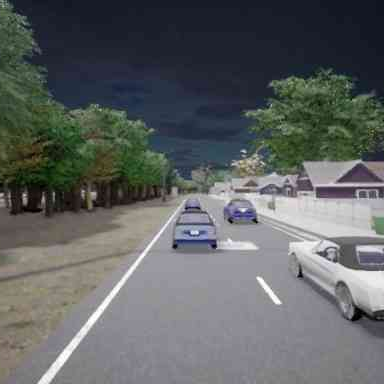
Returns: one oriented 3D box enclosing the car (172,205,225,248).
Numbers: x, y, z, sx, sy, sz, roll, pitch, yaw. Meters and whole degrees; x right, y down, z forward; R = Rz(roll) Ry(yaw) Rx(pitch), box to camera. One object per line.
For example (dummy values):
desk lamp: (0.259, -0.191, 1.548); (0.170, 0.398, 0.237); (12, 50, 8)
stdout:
car: (0.101, 1.550, 14.866); (2.033, 1.411, 5.357); (0, 0, 0)

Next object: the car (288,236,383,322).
car: (3.600, 1.607, 7.218); (1.895, 1.301, 4.718); (0, 0, 0)

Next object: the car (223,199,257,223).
car: (3.602, 1.341, 25.514); (2.097, 1.767, 4.553); (0, 0, 0)

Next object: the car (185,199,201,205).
car: (0.100, 1.533, 41.532); (1.994, 1.385, 4.181); (0, 0, 0)
